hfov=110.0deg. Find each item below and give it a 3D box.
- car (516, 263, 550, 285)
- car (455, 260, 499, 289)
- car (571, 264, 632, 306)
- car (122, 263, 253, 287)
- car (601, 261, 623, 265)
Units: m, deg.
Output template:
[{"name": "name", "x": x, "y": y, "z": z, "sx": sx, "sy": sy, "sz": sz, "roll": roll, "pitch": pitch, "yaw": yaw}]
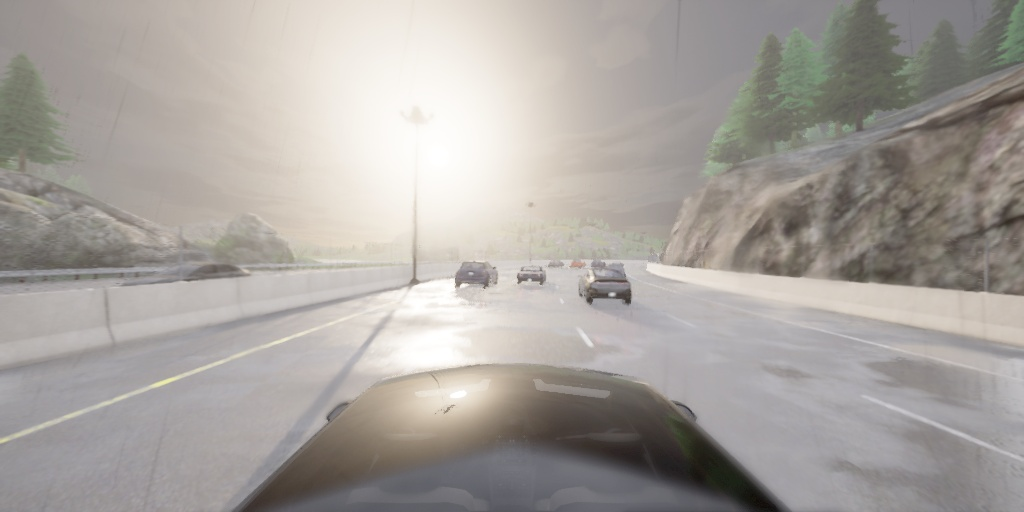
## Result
[{"name": "car", "x": 1.567, "y": 1.380, "z": 26.957, "sx": 1.895, "sy": 1.301, "sz": 4.718, "roll": 1, "pitch": 0, "yaw": 9}, {"name": "car", "x": -2.177, "y": 1.073, "z": 23.378, "sx": 2.097, "sy": 1.767, "sz": 4.553, "roll": 1, "pitch": 0, "yaw": 7}, {"name": "car", "x": 4.138, "y": 1.308, "z": 16.482, "sx": 2.128, "sy": 1.511, "sz": 4.902, "roll": 1, "pitch": 0, "yaw": 5}, {"name": "car", "x": -13.606, "y": 1.051, "z": 15.415, "sx": 1.837, "sy": 1.490, "sz": 4.892, "roll": 1, "pitch": 0, "yaw": 4}, {"name": "car", "x": 10.168, "y": 1.460, "z": 35.562, "sx": 2.033, "sy": 1.411, "sz": 5.357, "roll": 1, "pitch": 0, "yaw": 13}]
